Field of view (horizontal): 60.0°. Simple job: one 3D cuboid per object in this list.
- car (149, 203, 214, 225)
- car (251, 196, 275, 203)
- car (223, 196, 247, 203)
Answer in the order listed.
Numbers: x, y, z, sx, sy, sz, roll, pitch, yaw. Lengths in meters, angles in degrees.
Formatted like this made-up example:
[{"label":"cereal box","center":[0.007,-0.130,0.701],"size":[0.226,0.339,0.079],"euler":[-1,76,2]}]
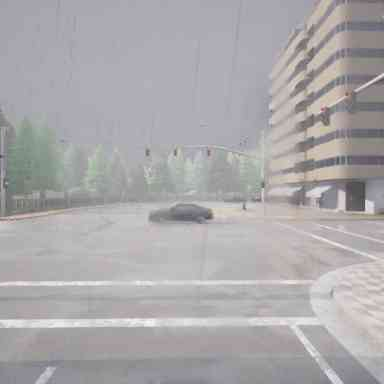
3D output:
[{"label":"car","center":[-0.760,1.544,23.986],"size":[4.674,1.442,1.812],"euler":[0,0,-1]},{"label":"car","center":[14.171,1.526,67.955],"size":[4.674,1.442,1.812],"euler":[0,0,-34]},{"label":"car","center":[8.858,1.547,68.251],"size":[5.357,1.411,2.033],"euler":[0,0,-38]}]
